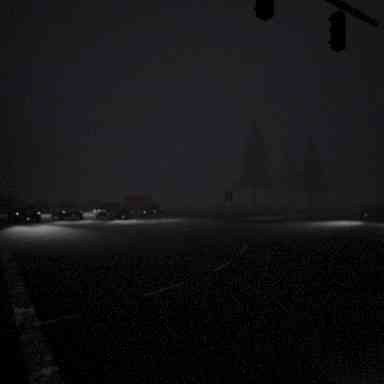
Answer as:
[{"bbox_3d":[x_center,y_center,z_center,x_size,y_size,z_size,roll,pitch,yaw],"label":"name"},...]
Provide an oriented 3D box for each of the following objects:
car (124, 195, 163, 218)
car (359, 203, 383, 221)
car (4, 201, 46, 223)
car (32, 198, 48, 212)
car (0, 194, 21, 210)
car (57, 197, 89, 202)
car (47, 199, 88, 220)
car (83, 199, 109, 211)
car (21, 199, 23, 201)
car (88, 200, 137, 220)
[{"bbox_3d":[-4.970,1.353,32.618,2.150,2.045,5.566,1,0,-35],"label":"car"},{"bbox_3d":[17.123,1.780,30.314,4.902,1.511,2.128,1,0,-35],"label":"car"},{"bbox_3d":[-13.097,1.642,25.903,1.895,1.301,4.718,1,0,-35],"label":"car"},{"bbox_3d":[-17.170,1.677,37.901,1.895,1.301,4.718,1,0,-35],"label":"car"},{"bbox_3d":[-21.054,1.265,37.384,2.150,2.045,5.566,1,0,-34],"label":"car"},{"bbox_3d":[-14.278,1.599,39.878,2.128,1.511,4.902,1,0,-35],"label":"car"},{"bbox_3d":[-10.909,1.599,28.887,1.812,1.442,4.674,1,0,-35],"label":"car"},{"bbox_3d":[-12.664,1.704,43.692,1.994,1.385,4.181,1,0,-35],"label":"car"},{"bbox_3d":[-29.250,1.681,55.387,1.895,1.301,4.718,1,0,-34],"label":"car"},{"bbox_3d":[-7.192,1.653,29.671,2.033,1.411,5.357,1,0,-35],"label":"car"}]
